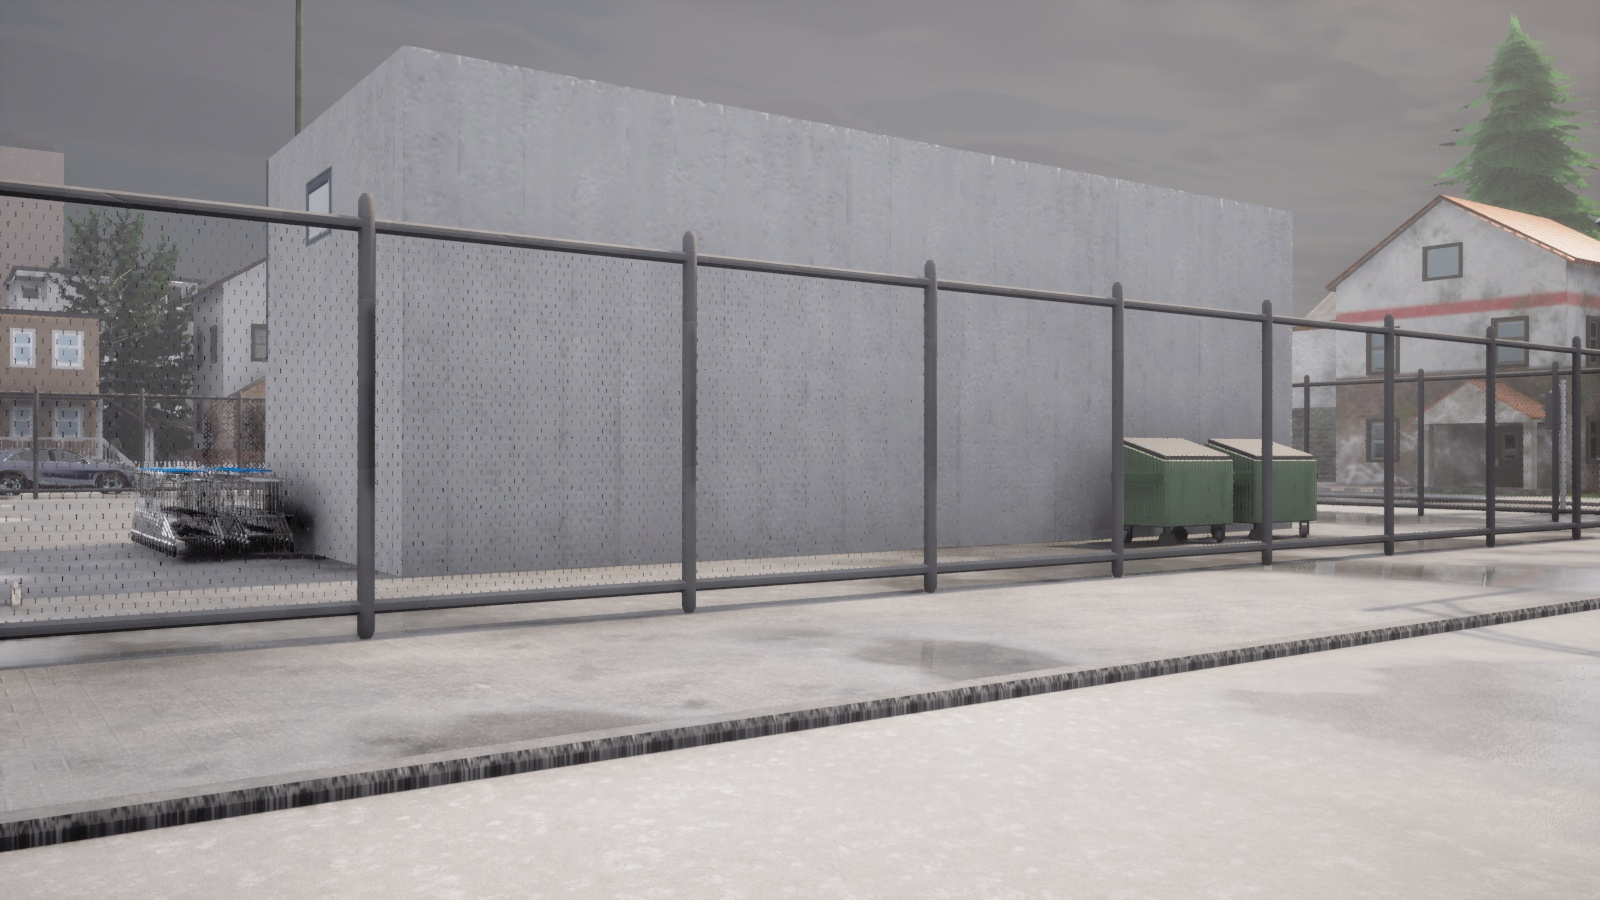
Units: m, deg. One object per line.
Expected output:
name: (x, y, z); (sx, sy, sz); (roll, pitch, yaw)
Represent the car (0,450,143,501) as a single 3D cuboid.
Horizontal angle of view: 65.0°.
car: (-24.908, 0.831, 42.177); (4.856, 1.649, 2.033); (0, 0, -34)
